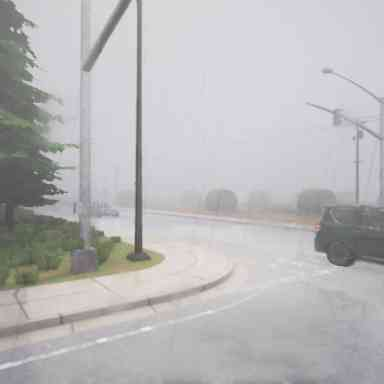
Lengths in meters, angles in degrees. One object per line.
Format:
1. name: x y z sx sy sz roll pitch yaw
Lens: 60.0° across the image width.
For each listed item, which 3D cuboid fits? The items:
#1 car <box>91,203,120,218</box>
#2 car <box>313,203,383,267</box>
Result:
1. car: -8.311 1.683 30.798 1.895 1.301 4.718 0 0 -35
2. car: 6.266 1.416 9.593 2.150 2.045 5.566 0 1 -34
